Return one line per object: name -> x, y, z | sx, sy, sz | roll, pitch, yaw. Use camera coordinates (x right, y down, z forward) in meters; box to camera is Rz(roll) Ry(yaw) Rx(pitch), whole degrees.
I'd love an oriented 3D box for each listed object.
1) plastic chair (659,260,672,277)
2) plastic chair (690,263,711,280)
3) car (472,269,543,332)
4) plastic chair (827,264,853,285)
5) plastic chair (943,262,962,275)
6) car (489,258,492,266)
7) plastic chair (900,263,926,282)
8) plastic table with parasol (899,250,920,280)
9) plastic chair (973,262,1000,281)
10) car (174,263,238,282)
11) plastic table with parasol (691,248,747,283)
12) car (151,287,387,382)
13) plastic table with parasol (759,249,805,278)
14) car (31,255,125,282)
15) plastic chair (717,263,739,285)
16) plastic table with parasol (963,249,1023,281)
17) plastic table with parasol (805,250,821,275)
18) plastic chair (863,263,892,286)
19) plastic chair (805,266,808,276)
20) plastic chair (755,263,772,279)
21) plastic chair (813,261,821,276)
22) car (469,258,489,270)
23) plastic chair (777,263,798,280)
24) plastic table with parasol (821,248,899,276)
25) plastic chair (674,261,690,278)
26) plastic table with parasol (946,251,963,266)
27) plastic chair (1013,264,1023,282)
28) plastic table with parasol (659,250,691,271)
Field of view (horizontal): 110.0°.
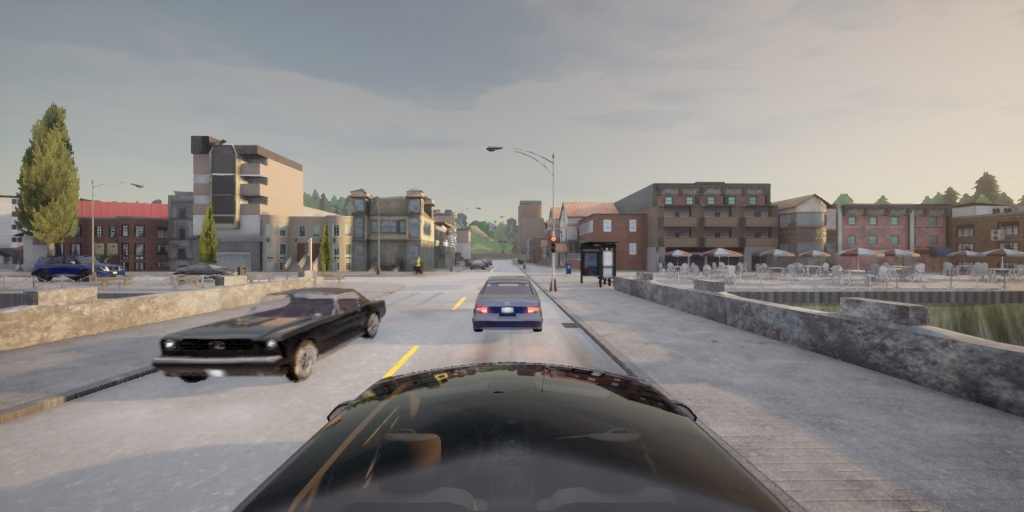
plastic chair -> 14.180, 1.279, 33.460 | 0.730, 1.272, 0.750 | 0, 0, -1
plastic chair -> 13.500, 1.279, 25.649 | 0.730, 1.272, 0.750 | 0, 0, -1
car -> -0.113, 1.297, 10.810 | 2.033, 1.411, 5.357 | 0, 0, 0
plastic chair -> 22.222, 1.279, 24.282 | 0.730, 1.272, 0.750 | 0, 0, -1
plastic chair -> 44.935, 1.279, 36.632 | 0.730, 1.272, 0.750 | 0, 0, -1
car -> -5.043, 1.227, 62.688 | 1.882, 1.535, 5.008 | 0, 0, 0
plastic chair -> 30.082, 1.279, 26.903 | 0.750, 1.272, 0.730 | 0, 0, -1
plastic table with parasol -> 30.073, 0.675, 28.183 | 2.482, 2.480, 2.482 | 0, 0, -1
plastic chair -> 36.238, 1.279, 27.395 | 0.730, 1.272, 0.750 | 0, 0, -1
car -> -23.975, 1.275, 28.435 | 4.674, 1.442, 1.812 | 0, 0, -1
plastic table with parasol -> 14.772, 0.675, 25.528 | 2.482, 2.480, 2.482 | 0, 0, -1
car -> -4.218, 1.351, 7.286 | 1.895, 1.301, 4.718 | 0, 0, -1
plastic table with parasol -> 22.427, 0.675, 30.436 | 2.482, 2.480, 2.482 | 0, 0, -1
car -> -34.083, 0.971, 28.262 | 5.566, 2.045, 2.150 | 0, 0, -1
plastic chair -> 14.621, 1.279, 24.266 | 0.750, 1.272, 0.730 | 0, 0, -1
plastic table with parasol -> 37.367, 0.675, 27.325 | 2.482, 2.480, 2.482 | 0, 0, -1
plastic table with parasol -> 29.684, 0.675, 35.268 | 2.482, 2.480, 2.482 | 0, 0, -1
plastic chair -> 23.343, 1.279, 22.899 | 0.750, 1.272, 0.730 | 0, 0, -1
plastic chair -> 28.254, 1.279, 35.276 | 0.730, 1.272, 0.750 | 0, 0, -1
plastic chair -> 21.227, 1.279, 30.468 | 0.730, 1.272, 0.750 | 0, 0, -1
plastic chair -> 29.375, 1.279, 33.893 | 0.750, 1.272, 0.730 | 0, 0, -1
car -> -4.912, 1.275, 52.433 | 1.812, 1.442, 4.674 | 0, 0, 1
plastic chair -> 22.348, 1.279, 29.085 | 0.750, 1.272, 0.730 | 0, 0, -1
plastic table with parasol -> 23.422, 0.675, 24.251 | 2.482, 2.480, 2.482 | 0, 0, -1
plastic chair -> 15.301, 1.279, 32.077 | 0.750, 1.272, 0.730 | 0, 0, -1
plastic table with parasol -> 46.137, 0.675, 36.530 | 2.482, 2.480, 2.482 | 0, 0, -1
plastic chair -> 37.397, 1.279, 26.015 | 0.750, 1.272, 0.730 | 0, 0, -1
plastic table with parasol -> 15.402, 0.675, 33.359 | 2.482, 2.480, 2.482 | 0, 0, -1
